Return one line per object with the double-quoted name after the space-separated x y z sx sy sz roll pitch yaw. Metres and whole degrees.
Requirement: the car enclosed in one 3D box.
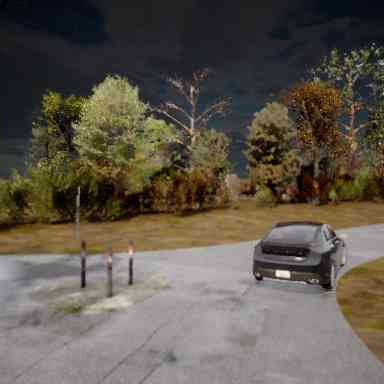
3.220 1.579 9.514 1.837 1.490 4.892 -1 0 30 "car"
